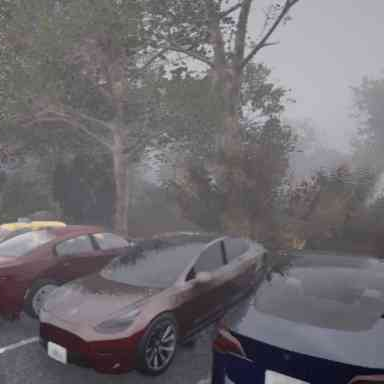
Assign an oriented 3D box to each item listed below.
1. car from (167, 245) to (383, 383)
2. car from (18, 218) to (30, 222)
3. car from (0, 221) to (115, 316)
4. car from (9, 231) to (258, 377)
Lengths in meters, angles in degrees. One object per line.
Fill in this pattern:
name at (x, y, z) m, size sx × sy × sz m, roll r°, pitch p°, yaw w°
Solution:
car at (2.071, 1.513, 4.373) m, size 2.163 × 1.488 × 4.792 m, roll 0°, pitch 0°, yaw 36°
car at (-4.853, 1.508, 9.056) m, size 1.946 × 1.575 × 5.366 m, roll 0°, pitch 0°, yaw 36°
car at (-2.481, 1.502, 7.582) m, size 2.097 × 1.535 × 5.008 m, roll 0°, pitch 0°, yaw 36°
car at (-0.229, 1.522, 5.944) m, size 2.163 × 1.488 × 4.792 m, roll 0°, pitch 0°, yaw 36°
